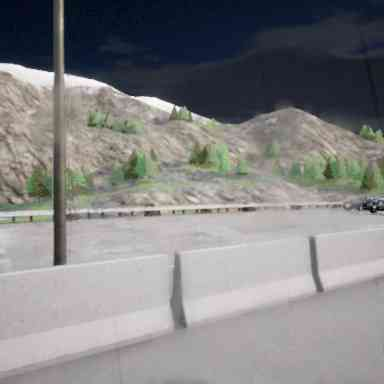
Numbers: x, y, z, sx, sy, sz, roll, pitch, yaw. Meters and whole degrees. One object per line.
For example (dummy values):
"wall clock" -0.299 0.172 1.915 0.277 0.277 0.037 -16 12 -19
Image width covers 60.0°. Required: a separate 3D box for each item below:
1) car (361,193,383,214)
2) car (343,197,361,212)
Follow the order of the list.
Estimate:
"car" 18.592 0.959 30.396 5.566 2.045 2.150 0 0 -24
"car" 17.529 1.216 33.727 4.902 1.511 2.128 0 0 -24
